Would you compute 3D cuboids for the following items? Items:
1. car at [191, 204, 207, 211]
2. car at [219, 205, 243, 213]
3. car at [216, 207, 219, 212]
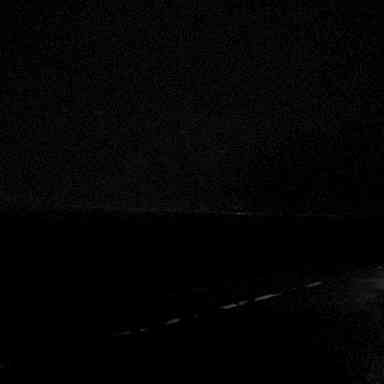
[{"bbox_3d":[1.522,3.613,78.961,1.882,1.535,5.008,1,-2,-33],"label":"car"},{"bbox_3d":[7.716,3.277,63.022,1.812,1.442,4.674,1,-2,-33],"label":"car"},{"bbox_3d":[7.000,3.522,70.582,1.812,1.442,4.674,1,-2,-33],"label":"car"}]
